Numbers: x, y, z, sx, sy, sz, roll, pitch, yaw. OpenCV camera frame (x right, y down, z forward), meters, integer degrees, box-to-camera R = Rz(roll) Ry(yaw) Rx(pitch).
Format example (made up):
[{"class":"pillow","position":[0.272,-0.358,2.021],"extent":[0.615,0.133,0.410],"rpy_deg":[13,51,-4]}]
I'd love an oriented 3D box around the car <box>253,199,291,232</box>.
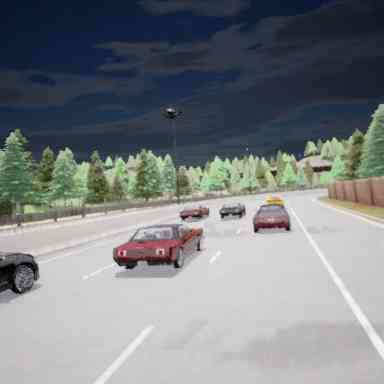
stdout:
[{"class":"car","position":[4.606,1.397,19.250],"extent":[1.994,1.385,4.181],"rpy_deg":[-4,0,14]}]

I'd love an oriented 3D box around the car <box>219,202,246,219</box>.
[{"class":"car","position":[3.749,1.595,29.883],"extent":[1.895,1.301,4.718],"rpy_deg":[-4,-1,14]}]

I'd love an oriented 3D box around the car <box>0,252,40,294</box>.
[{"class":"car","position":[-5.640,1.978,7.499],"extent":[2.128,1.511,4.902],"rpy_deg":[-4,0,14]}]

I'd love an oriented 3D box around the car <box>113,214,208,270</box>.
[{"class":"car","position":[-0.903,1.775,11.858],"extent":[1.895,1.301,4.718],"rpy_deg":[-4,-1,14]}]

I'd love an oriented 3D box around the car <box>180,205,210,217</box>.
[{"class":"car","position":[0.370,1.854,30.757],"extent":[1.895,1.301,4.718],"rpy_deg":[-4,-1,14]}]

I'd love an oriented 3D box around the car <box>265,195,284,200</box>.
[{"class":"car","position":[9.551,1.119,38.426],"extent":[1.882,1.535,5.008],"rpy_deg":[-4,0,15]}]
